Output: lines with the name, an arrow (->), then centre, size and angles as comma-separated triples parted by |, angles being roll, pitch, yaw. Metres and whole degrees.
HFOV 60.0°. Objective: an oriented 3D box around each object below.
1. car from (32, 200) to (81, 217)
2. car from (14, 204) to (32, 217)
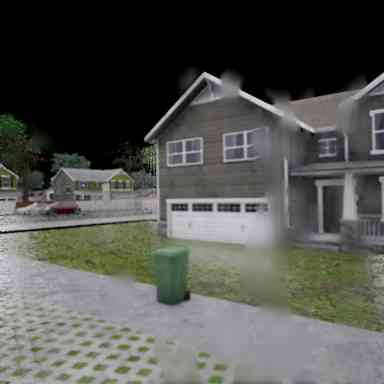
car -> -14.853, 1.781, 37.196 | 2.097, 1.767, 4.553 | -1, -1, 37
car -> -17.964, 2.017, 38.456 | 1.812, 1.442, 4.674 | -1, -1, 37
